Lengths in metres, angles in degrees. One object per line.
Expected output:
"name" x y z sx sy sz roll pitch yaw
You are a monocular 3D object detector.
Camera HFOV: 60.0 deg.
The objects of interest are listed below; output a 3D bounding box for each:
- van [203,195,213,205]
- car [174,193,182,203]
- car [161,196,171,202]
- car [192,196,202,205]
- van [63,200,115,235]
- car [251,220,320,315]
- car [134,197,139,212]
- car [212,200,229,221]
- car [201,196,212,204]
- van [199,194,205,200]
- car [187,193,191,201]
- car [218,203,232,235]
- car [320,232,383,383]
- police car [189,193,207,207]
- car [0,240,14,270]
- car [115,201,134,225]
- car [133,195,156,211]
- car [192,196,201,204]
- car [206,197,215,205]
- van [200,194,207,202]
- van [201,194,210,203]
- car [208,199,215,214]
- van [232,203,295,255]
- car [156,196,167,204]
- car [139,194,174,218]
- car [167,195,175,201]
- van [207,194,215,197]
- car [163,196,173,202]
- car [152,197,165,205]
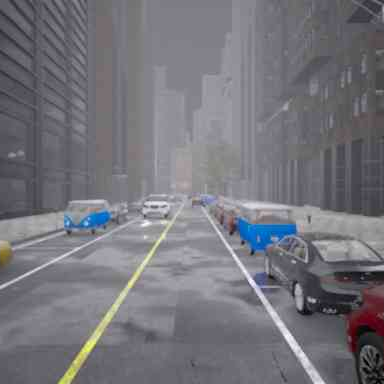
"van" 2.746 1.362 57.910 1.690 1.788 3.998 0 0 0
"car" -3.019 1.513 70.212 1.837 1.490 4.892 0 0 0
"car" -5.784 1.602 74.756 1.947 1.339 4.313 0 0 0
"car" 0.883 1.528 60.727 1.837 1.490 4.892 0 0 0
"van" -5.768 1.344 18.568 1.690 1.788 3.998 0 0 0
"car" 2.760 1.552 7.345 2.008 1.369 4.403 0 0 0
"car" -5.773 1.558 35.424 2.008 1.369 4.403 0 0 0
"car" 2.755 1.548 24.200 1.887 1.381 4.507 0 0 0
"car" 2.744 1.570 63.528 1.887 1.381 4.507 0 0 0
"van" 2.737 1.395 91.620 1.690 1.788 3.998 0 0 0
"car" -0.023 1.176 86.056 2.150 2.045 5.566 0 0 0
"car" 2.757 1.547 18.582 1.887 1.381 4.507 0 0 0
"car" 2.761 1.315 1.726 2.192 1.841 5.009 0 0 0
"police car" 0.886 1.441 50.837 1.930 1.638 5.238 0 0 0
"car" -5.765 1.527 7.160 1.752 1.417 4.829 0 0 0
"car" -5.770 1.555 24.187 2.008 1.369 4.403 0 0 0
"car" -5.774 1.325 41.042 2.192 1.841 5.009 0 0 0
"car" 0.882 1.554 66.727 1.812 1.442 4.674 0 0 0
"car" 2.752 1.532 35.607 1.752 1.417 4.829 0 0 0
"van" 2.740 1.383 80.383 1.690 1.788 3.998 0 0 0
"van" 2.743 1.372 69.147 1.690 1.788 3.998 0 0 0
"car" 2.754 1.556 29.812 2.008 1.369 4.403 0 0 0
"van" 2.758 1.343 12.963 1.690 1.788 3.998 0 0 0
"car" -5.781 1.551 63.348 1.752 1.417 4.829 0 0 0
"car" -3.107 1.229 30.197 2.150 2.045 5.566 0 0 0
"car" -5.788 1.580 91.442 1.752 1.417 4.829 0 0 0
"van" 2.747 1.357 52.291 1.690 1.788 3.998 0 0 0
"car" -5.785 1.608 80.374 1.947 1.339 4.313 0 0 0
"car" -5.779 1.587 57.899 1.947 1.339 4.313 0 0 0
